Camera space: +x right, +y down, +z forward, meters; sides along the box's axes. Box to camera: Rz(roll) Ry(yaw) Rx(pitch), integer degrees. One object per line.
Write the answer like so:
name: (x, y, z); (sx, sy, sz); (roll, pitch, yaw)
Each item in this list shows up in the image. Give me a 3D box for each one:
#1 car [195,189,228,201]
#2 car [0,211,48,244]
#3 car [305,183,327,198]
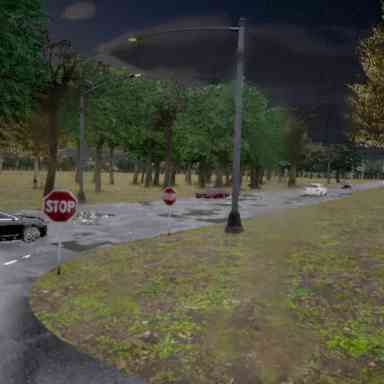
car: (2.338, 0.299, 39.074); (1.895, 1.301, 4.718); (4, 4, 35)
car: (-7.963, 1.299, 12.560); (2.128, 1.511, 4.902); (3, 3, 35)
car: (18.632, -0.247, 50.015); (2.150, 2.045, 5.566); (4, 4, 34)
